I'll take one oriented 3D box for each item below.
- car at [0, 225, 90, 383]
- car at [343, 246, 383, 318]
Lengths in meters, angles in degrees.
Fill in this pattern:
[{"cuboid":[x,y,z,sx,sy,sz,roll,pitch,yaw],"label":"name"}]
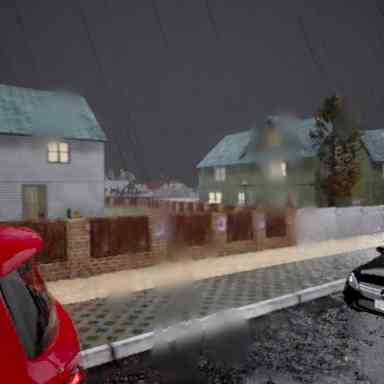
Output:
[{"cuboid":[-3.115,1.221,0.894,5.566,2.045,2.150,0,0,-34],"label":"car"},{"cuboid":[4.922,1.537,6.574,4.674,1.442,1.812,0,0,-36],"label":"car"}]
